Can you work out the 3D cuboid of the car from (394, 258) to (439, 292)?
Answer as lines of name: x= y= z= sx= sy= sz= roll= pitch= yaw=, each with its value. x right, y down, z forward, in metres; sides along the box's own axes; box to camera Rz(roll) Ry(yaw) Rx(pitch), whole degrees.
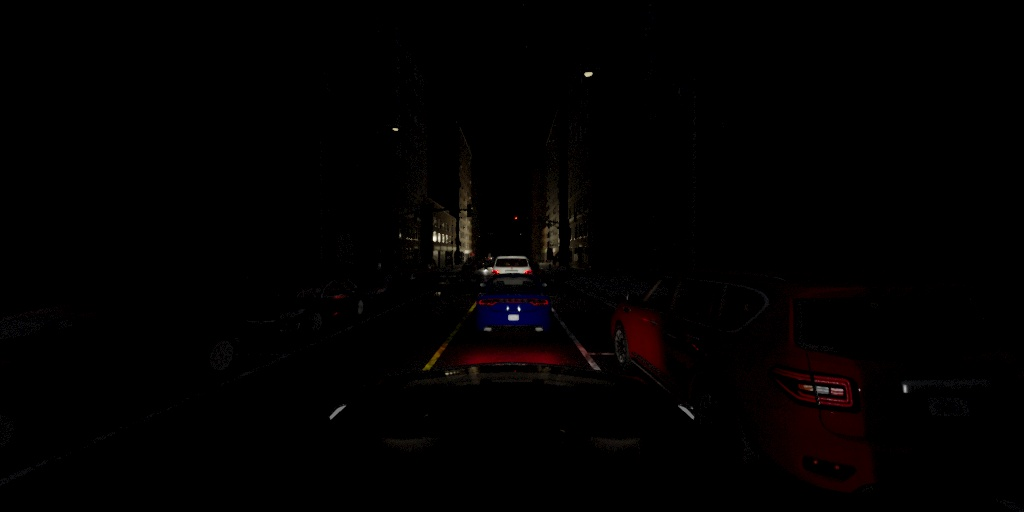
car: x=-5.689 y=1.062 z=21.439 sx=2.192 sy=1.841 sz=5.009 roll=0 pitch=0 yaw=0

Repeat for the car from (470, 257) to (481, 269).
car: x=-5.728 y=1.084 z=54.004 sx=2.192 sy=1.841 sz=5.009 roll=0 pitch=0 yaw=0

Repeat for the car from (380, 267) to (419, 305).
car: x=-5.683 y=1.329 z=15.857 sx=1.802 sy=1.307 sz=4.207 roll=0 pitch=0 yaw=0

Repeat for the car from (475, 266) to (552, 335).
car: x=0.044 y=1.225 z=10.499 sx=1.882 sy=1.535 sz=5.008 roll=0 pitch=0 yaw=0

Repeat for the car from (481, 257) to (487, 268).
car: x=-3.149 y=1.295 z=53.473 sx=1.812 sy=1.442 sz=4.674 roll=0 pitch=0 yaw=1

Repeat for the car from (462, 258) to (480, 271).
car: x=-5.721 y=1.345 z=48.439 sx=1.802 sy=1.307 sz=4.207 roll=0 pitch=0 yaw=0

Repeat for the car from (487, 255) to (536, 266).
car: x=-0.016 y=0.969 z=20.159 sx=2.150 sy=2.045 sz=5.566 roll=0 pitch=0 yaw=0

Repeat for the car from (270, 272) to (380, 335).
car: x=-5.676 y=1.298 z=10.274 sx=2.007 sy=1.370 sz=4.403 roll=0 pitch=0 yaw=0

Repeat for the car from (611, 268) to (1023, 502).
car: x=2.855 y=1.063 z=4.724 sx=2.192 sy=1.841 sz=5.009 roll=0 pitch=0 yaw=0

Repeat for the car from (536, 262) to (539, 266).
car: x=2.804 y=1.345 z=48.476 sx=1.802 sy=1.307 sz=4.207 roll=0 pitch=0 yaw=0

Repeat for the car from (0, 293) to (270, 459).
car: x=-5.670 y=1.294 z=4.692 sx=1.888 sy=1.381 sz=4.507 roll=0 pitch=0 yaw=0
